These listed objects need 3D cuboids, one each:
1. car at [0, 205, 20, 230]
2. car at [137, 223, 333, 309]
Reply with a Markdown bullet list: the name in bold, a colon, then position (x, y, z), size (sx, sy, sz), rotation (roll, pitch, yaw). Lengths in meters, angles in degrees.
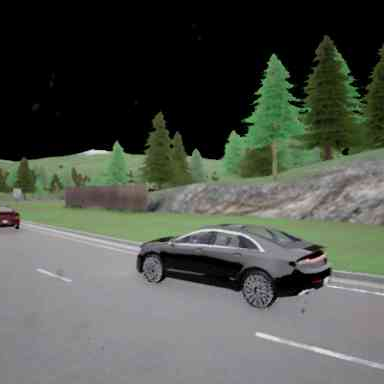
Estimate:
- **car**: position (-12.599, 1.598, 21.347), size (1.882, 1.535, 5.008), rotation (0, 0, -42)
- **car**: position (0.733, 1.512, 7.980), size (4.902, 1.511, 2.128), rotation (0, 0, 39)
